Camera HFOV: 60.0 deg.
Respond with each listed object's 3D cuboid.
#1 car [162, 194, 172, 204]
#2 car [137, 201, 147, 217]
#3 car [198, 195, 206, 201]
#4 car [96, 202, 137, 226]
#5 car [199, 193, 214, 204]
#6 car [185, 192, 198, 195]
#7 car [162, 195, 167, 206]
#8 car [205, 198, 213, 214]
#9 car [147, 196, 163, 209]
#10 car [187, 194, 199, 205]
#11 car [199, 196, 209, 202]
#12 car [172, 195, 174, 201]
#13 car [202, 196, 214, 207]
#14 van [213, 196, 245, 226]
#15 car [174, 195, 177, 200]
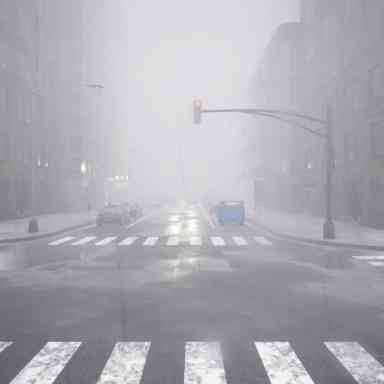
[{"bbox_3d":[-5.388,1.549,62.967,1.947,1.339,4.313,0,0,0],"label":"car"},{"bbox_3d":[-5.388,1.544,28.875,1.887,1.381,4.507,0,0,0],"label":"car"},{"bbox_3d":[2.637,1.533,85.697,1.947,1.339,4.313,0,0,0],"label":"car"},{"bbox_3d":[-5.388,1.550,23.194,2.008,1.369,4.403,0,0,0],"label":"car"},{"bbox_3d":[2.637,1.306,51.609,2.192,1.841,5.009,0,0,0],"label":"car"},{"bbox_3d":[0.094,1.332,67.112,2.097,1.767,4.553,0,0,-2],"label":"car"},{"bbox_3d":[-5.388,1.557,51.604,1.947,1.339,4.313,0,0,0],"label":"car"},{"bbox_3d":[2.637,1.581,34.565,1.802,1.307,4.206,0,0,0],"label":"car"},{"bbox_3d":[-5.388,1.520,45.752,1.752,1.417,4.829,0,0,0],"label":"car"},{"bbox_3d":[0.103,1.513,57.282,1.812,1.442,4.674,0,0,0],"label":"car"},{"bbox_3d":[2.637,1.526,74.334,2.008,1.369,4.403,0,0,0],"label":"car"},{"bbox_3d":[-5.388,1.294,68.648,2.192,1.841,5.009,0,0,0],"label":"car"},{"bbox_3d":[2.637,1.577,45.928,1.802,1.307,4.206,0,0,0],"label":"car"},{"bbox_3d":[2.637,1.340,23.203,1.690,1.788,3.998,0,0,0],"label":"van"},{"bbox_3d":[-5.388,1.411,80.012,1.967,1.590,4.097,0,0,0],"label":"car"}]
